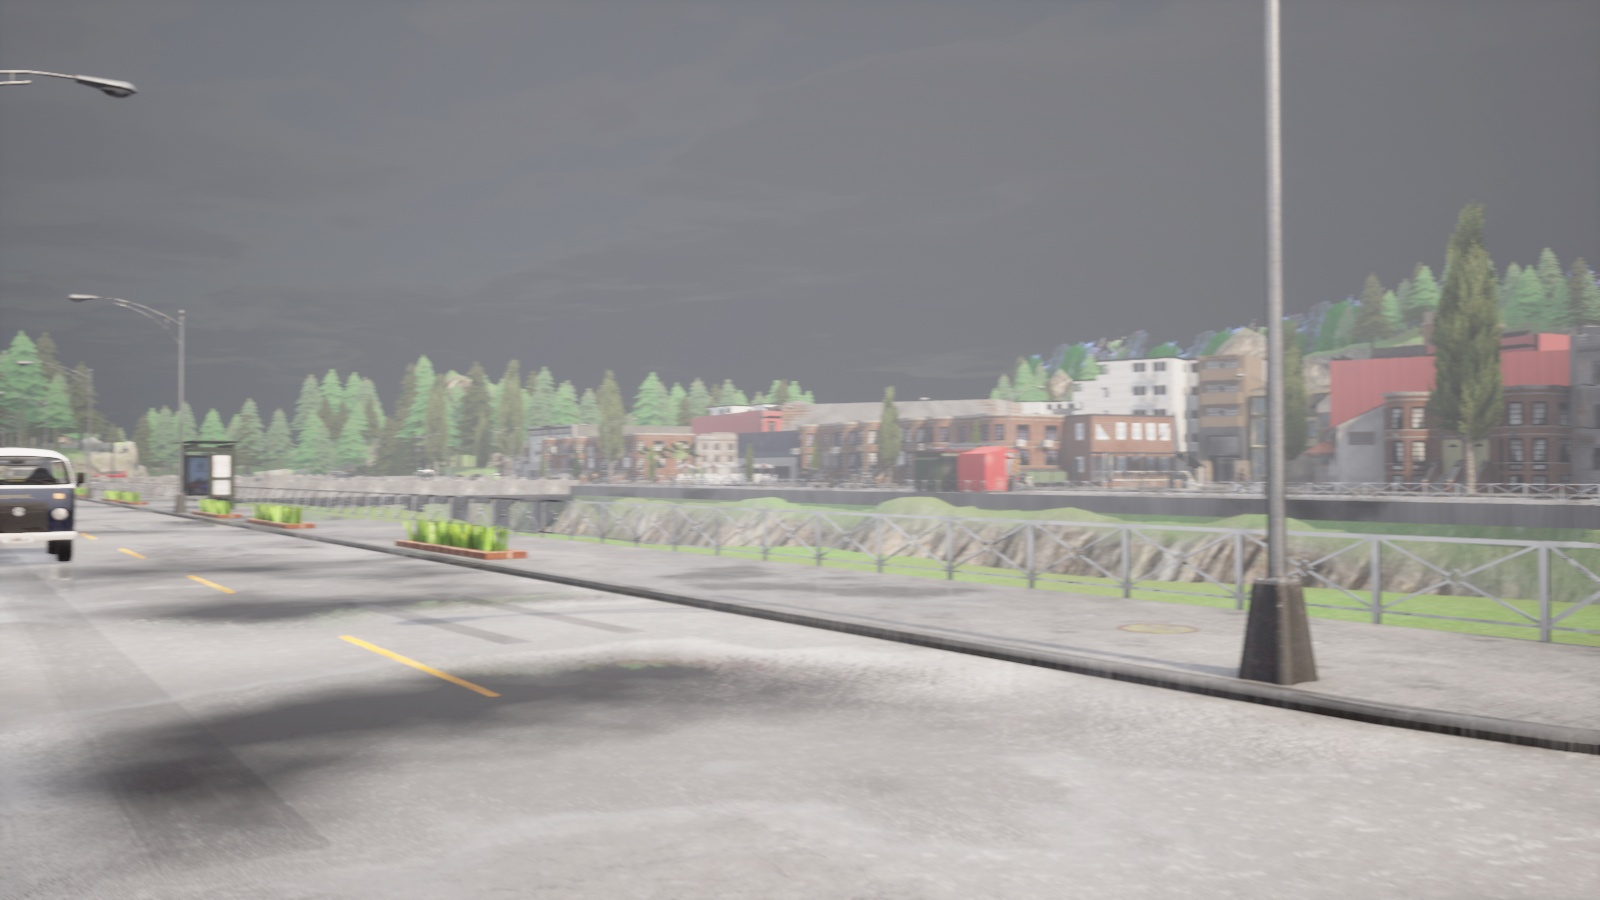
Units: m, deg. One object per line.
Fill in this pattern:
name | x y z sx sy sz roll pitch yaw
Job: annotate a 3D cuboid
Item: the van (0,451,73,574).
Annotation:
van | -14.498 1.080 22.580 2.069 2.038 4.480 0 -1 -35
